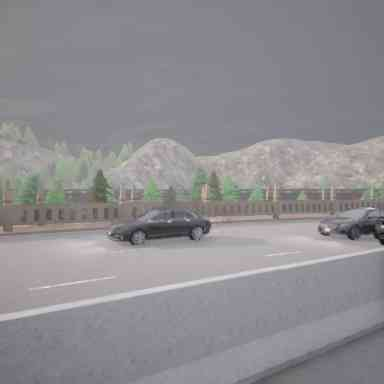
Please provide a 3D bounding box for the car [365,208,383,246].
[{"bbox_3d":[10.043,1.221,13.655,5.566,2.045,2.150,0,0,-26],"label":"car"}]

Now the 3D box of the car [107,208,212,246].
[{"bbox_3d":[-1.403,1.505,15.306,4.892,1.490,1.837,0,0,-31],"label":"car"}]

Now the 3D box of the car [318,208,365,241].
[{"bbox_3d":[8.525,1.526,16.758,4.674,1.442,1.812,0,0,-26],"label":"car"}]
